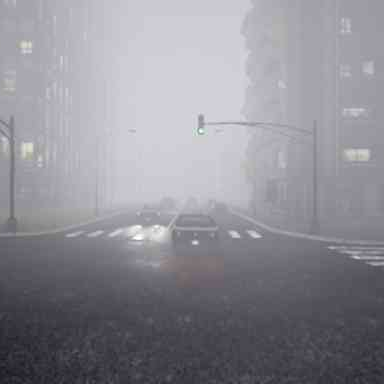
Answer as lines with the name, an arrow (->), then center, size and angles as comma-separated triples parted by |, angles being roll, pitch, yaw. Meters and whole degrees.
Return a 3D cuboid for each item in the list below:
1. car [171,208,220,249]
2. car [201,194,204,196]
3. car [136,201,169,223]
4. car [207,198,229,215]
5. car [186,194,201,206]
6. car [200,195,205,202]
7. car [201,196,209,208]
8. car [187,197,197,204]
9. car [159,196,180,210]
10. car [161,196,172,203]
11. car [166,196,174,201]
car -> 0.136, 1.647, 14.971 | 1.895, 1.301, 4.718 | 1, 0, 0
car -> 2.723, 1.647, 80.301 | 1.802, 1.307, 4.206 | 0, 0, 0
car -> -3.090, 1.613, 25.821 | 1.895, 1.301, 4.718 | 0, 0, 0
car -> 2.755, 1.599, 33.492 | 1.802, 1.307, 4.206 | 0, 0, 0
car -> 0.023, 1.515, 55.677 | 1.882, 1.535, 5.008 | 0, 0, 0
car -> 2.713, 1.584, 52.057 | 2.008, 1.369, 4.403 | 0, 0, 0
car -> 2.710, 1.579, 46.409 | 2.008, 1.369, 4.403 | 0, 0, 0
car -> 0.028, 1.660, 66.124 | 1.895, 1.301, 4.718 | 0, 0, 0
car -> -3.068, 1.377, 42.428 | 2.097, 1.767, 4.553 | 0, 0, 0
car -> -5.659, 1.609, 74.655 | 2.008, 1.369, 4.403 | 0, 0, 0
car -> -5.655, 1.618, 85.953 | 1.887, 1.381, 4.507 | 0, 0, 0
